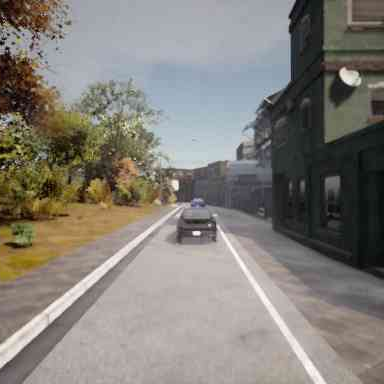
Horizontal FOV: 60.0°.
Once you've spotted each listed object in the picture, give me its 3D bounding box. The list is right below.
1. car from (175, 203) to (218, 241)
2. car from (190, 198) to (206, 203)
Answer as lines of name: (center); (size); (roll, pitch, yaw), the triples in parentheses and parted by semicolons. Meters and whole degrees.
car: (0.235, 1.514, 16.626); (1.837, 1.490, 4.892); (0, 0, 1)
car: (0.759, 1.555, 42.803); (1.812, 1.442, 4.674); (0, 0, 1)
